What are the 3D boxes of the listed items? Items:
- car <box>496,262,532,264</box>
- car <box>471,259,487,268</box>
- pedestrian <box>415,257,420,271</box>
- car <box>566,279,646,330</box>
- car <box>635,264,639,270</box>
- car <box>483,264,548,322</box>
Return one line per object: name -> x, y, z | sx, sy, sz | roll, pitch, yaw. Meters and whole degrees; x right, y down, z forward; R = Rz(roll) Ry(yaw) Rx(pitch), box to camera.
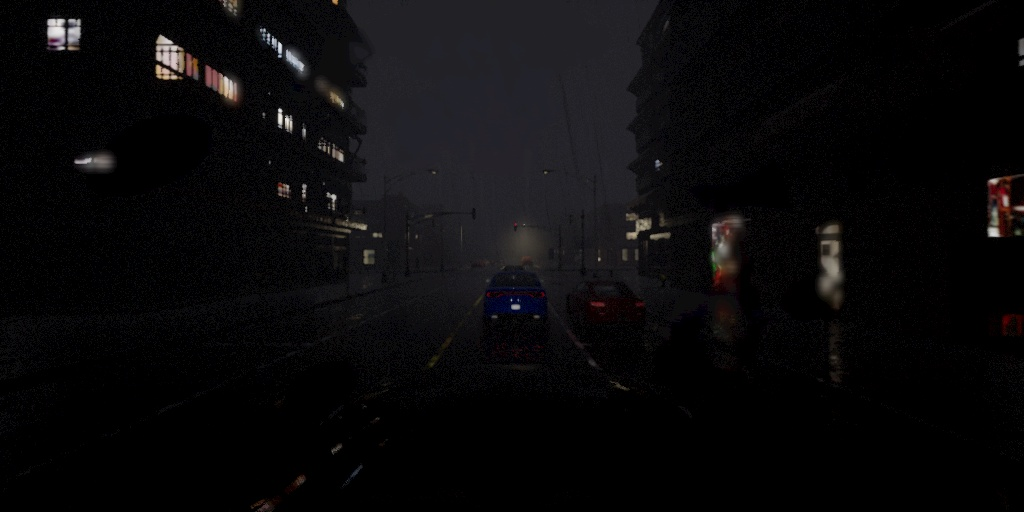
car -> 0.105, 1.315, 24.040 | 1.994, 1.385, 4.181 | 0, 0, 0
car -> -5.770, 1.320, 60.089 | 1.888, 1.381, 4.507 | 0, 0, 0
pedestrian -> -12.505, 1.048, 47.349 | 0.375, 1.860, 0.375 | 0, 1, 0
car -> 2.692, 1.331, 10.858 | 1.802, 1.307, 4.207 | 0, 0, 0
car -> 17.502, 1.116, 44.413 | 4.313, 1.339, 1.948 | 0, 0, 0
car -> 0.102, 1.226, 12.250 | 1.882, 1.535, 5.008 | 0, 0, 0
